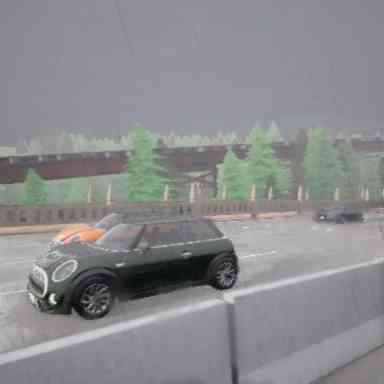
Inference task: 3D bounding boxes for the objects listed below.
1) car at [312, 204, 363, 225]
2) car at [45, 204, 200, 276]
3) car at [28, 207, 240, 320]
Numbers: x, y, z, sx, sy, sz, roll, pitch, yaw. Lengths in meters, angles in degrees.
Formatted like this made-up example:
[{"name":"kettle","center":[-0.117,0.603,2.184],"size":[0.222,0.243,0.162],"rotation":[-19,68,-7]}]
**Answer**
[{"name":"car","center":[10.792,1.620,24.577],"size":[4.181,1.385,1.994],"rotation":[0,0,-35]},{"name":"car","center":[-2.203,1.365,11.014],"size":[4.553,1.767,2.097],"rotation":[0,0,-35]},{"name":"car","center":[-1.128,1.363,7.483],"size":[4.553,1.767,2.097],"rotation":[0,0,-35]}]
